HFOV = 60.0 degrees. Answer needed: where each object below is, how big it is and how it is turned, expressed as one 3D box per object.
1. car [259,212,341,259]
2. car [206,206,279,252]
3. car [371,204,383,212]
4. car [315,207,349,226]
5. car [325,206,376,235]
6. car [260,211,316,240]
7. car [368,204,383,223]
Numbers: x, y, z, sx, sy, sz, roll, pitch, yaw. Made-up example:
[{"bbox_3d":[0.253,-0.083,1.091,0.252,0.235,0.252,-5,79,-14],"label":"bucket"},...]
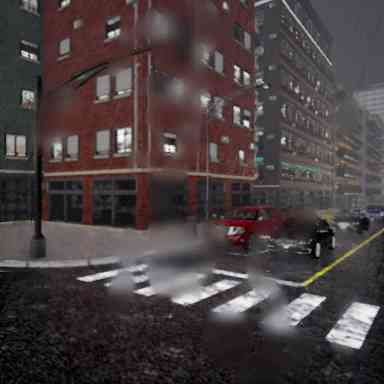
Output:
[{"bbox_3d":[4.774,1.795,14.172,1.837,1.490,4.892,0,-1,34],"label":"car"},{"bbox_3d":[2.645,1.596,15.636,2.192,1.841,5.009,-1,-2,35],"label":"car"},{"bbox_3d":[32.279,2.754,57.455,1.887,1.381,4.507,-1,-2,35],"label":"car"},{"bbox_3d":[12.425,2.112,29.434,1.752,1.417,4.829,-1,-2,35],"label":"car"},{"bbox_3d":[10.765,1.968,22.586,2.128,1.511,4.902,0,-1,35],"label":"car"},{"bbox_3d":[5.937,1.928,20.277,1.887,1.381,4.507,-1,-2,35],"label":"car"},{"bbox_3d":[18.210,2.063,33.063,2.097,1.767,4.553,0,-1,36],"label":"car"}]
